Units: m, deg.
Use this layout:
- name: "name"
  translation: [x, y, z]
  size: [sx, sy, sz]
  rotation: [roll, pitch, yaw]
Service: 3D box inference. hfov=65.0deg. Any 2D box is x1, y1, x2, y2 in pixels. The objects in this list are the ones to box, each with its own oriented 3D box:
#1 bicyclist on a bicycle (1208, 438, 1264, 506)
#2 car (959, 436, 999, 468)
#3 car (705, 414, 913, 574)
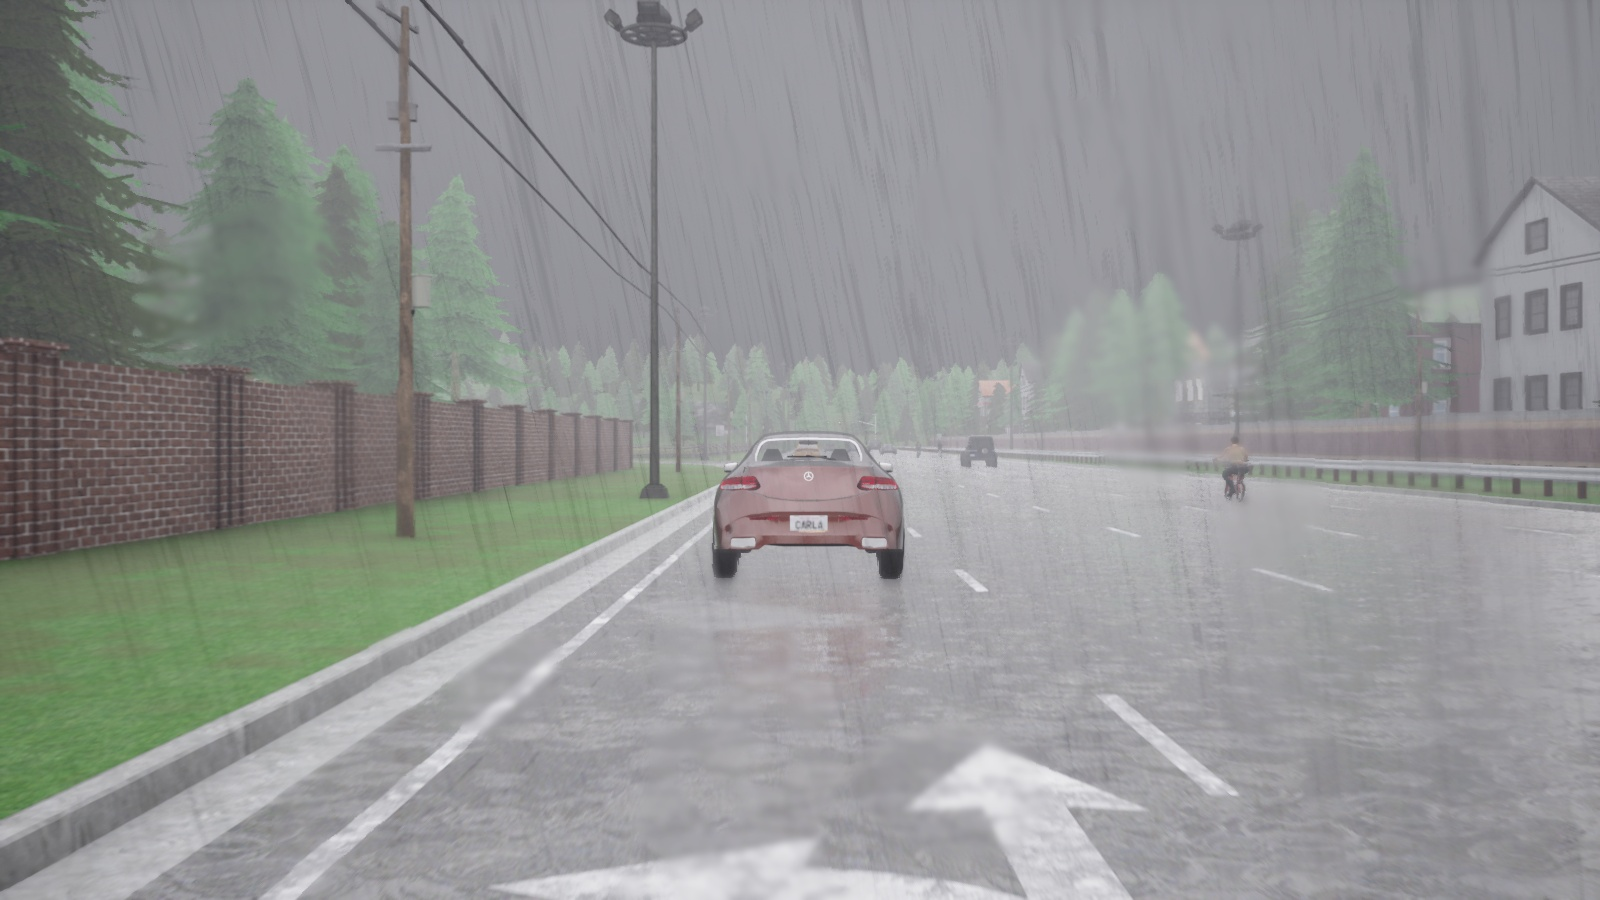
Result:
- name: "bicyclist on a bicycle"
  translation: [10.686, 0.518, 30.811]
  size: [0.866, 1.612, 1.509]
  rotation: [0, 0, 1]
- name: "car"
  translation: [10.955, 0.116, 76.976]
  size: [1.905, 1.878, 3.866]
  rotation: [0, 0, 0]
- name: "car"
  translation: [0.104, 0.438, 15.494]
  size: [2.152, 1.651, 5.027]
  rotation: [0, 0, 0]
